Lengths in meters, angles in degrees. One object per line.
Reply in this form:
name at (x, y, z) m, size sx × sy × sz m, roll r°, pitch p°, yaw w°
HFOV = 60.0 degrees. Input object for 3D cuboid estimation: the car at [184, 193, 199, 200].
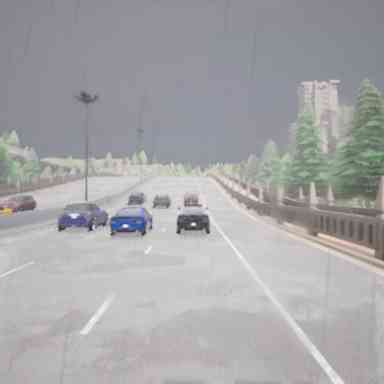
car at (-0.103, 0.742, 43.986) m, size 1.895 × 1.301 × 4.718 m, roll 0°, pitch 5°, yaw 0°

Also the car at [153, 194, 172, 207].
car at (-3.537, 0.956, 39.947) m, size 2.128 × 1.511 × 4.902 m, roll 0°, pitch 4°, yaw 0°

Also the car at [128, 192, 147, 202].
car at (-7.057, 0.704, 43.334) m, size 1.837 × 1.490 × 4.892 m, roll 0°, pitch 5°, yaw 0°

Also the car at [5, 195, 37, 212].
car at (-17.603, 1.181, 33.714) m, size 2.097 × 1.767 × 4.553 m, roll 0°, pitch 3°, yaw 0°

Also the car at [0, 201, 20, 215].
car at (-14.039, 1.605, 22.433) m, size 1.882 × 1.535 × 5.008 m, roll 0°, pitch 0°, yaw 0°

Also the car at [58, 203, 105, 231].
car at (-6.939, 1.485, 21.683) m, size 2.097 × 1.767 × 4.553 m, roll 0°, pitch 0°, yaw 0°

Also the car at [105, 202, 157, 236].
car at (-3.428, 1.607, 19.584) m, size 1.882 × 1.535 × 5.008 m, roll 0°, pitch 0°, yaw 0°

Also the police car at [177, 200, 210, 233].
police car at (0.067, 1.558, 20.685) m, size 1.930 × 1.638 × 5.238 m, roll 0°, pitch 0°, yaw 0°
